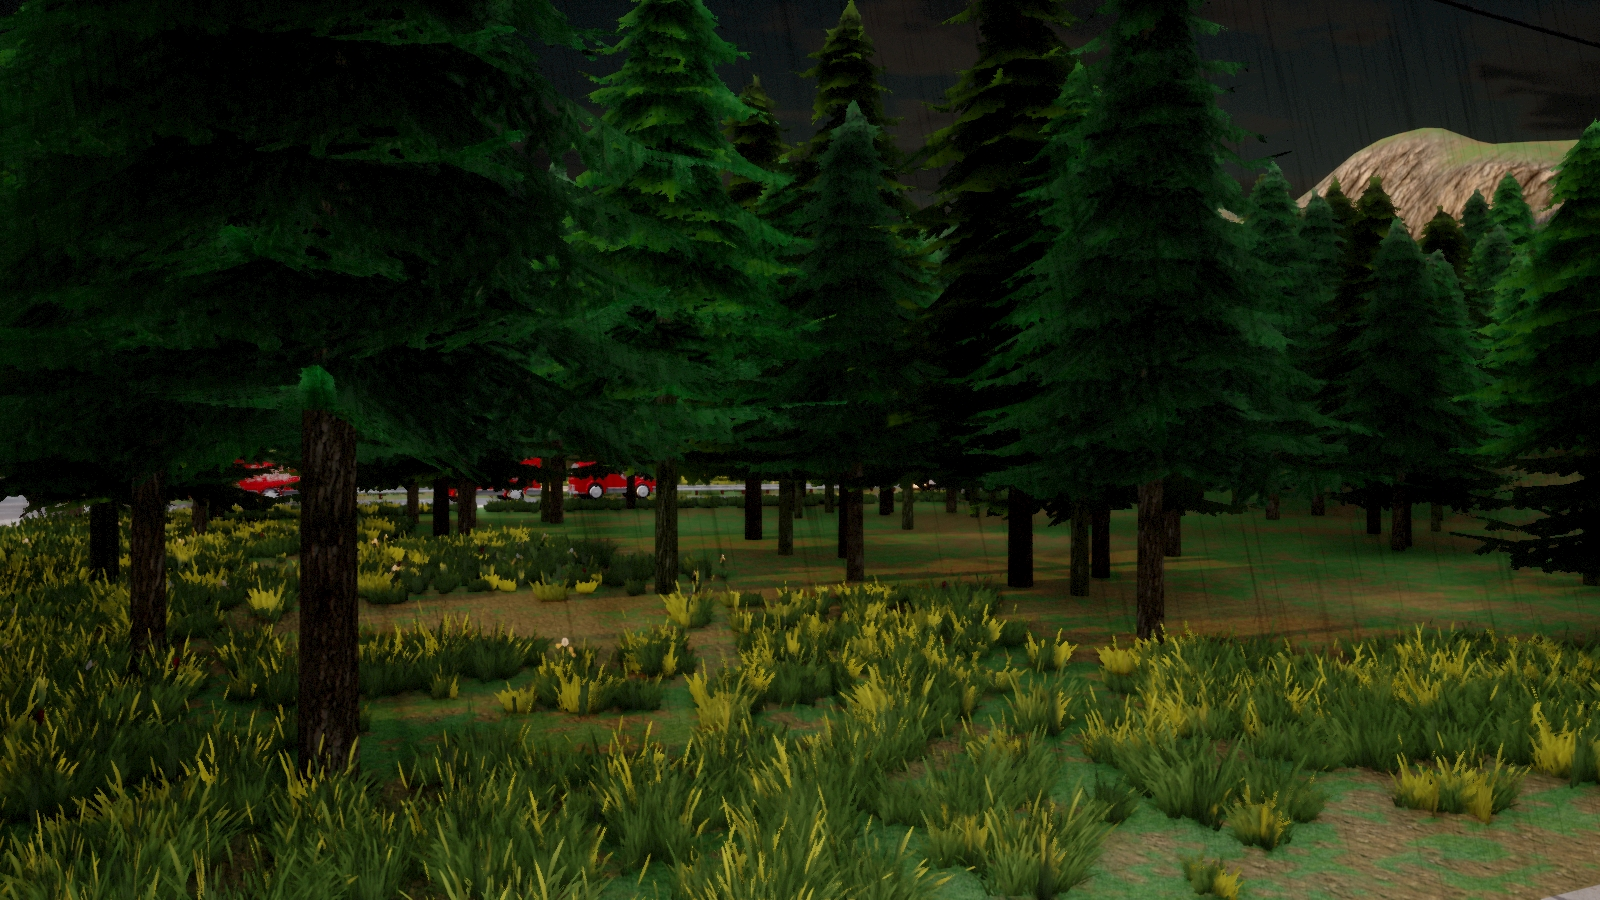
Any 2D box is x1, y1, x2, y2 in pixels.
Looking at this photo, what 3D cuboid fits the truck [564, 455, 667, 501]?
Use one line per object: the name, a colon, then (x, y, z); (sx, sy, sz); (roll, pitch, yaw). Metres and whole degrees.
truck: (-10.444, 1.541, 64.666); (5.204, 2.467, 2.627); (0, 0, -27)
